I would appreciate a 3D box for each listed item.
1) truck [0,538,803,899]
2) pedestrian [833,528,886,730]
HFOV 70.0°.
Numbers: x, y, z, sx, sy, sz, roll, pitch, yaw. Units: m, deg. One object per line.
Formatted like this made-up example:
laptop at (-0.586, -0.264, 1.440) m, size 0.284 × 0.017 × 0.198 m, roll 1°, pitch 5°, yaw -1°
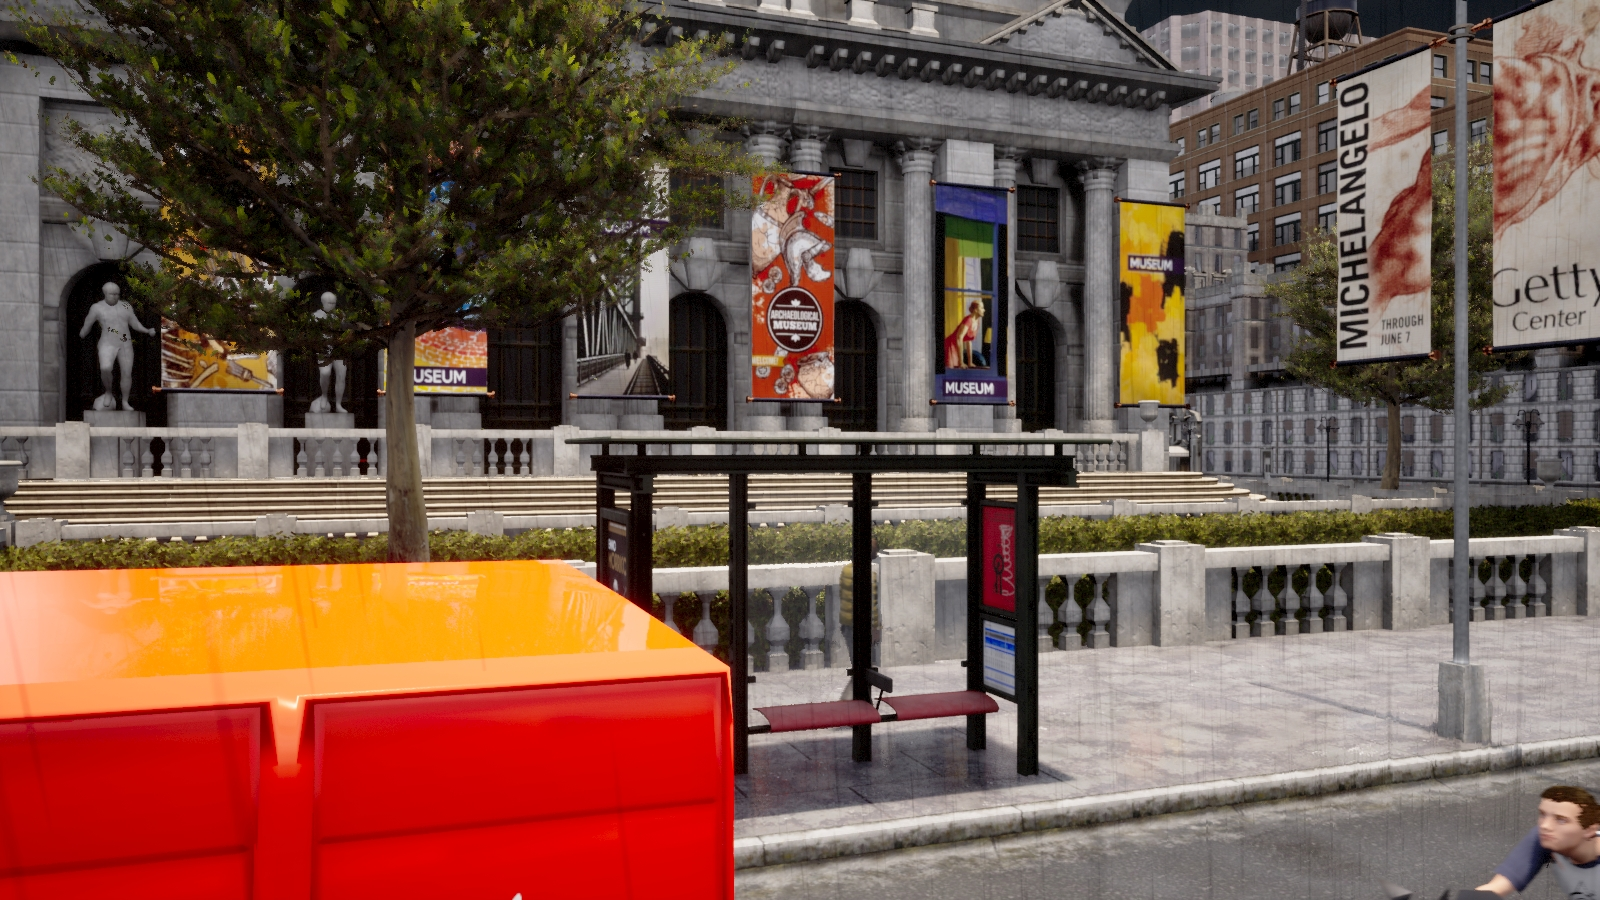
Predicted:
truck at (-2.888, 1.568, 2.235) m, size 5.204 × 2.467 × 2.627 m, roll 0°, pitch 0°, yaw -20°
pedestrian at (0.571, 1.699, 10.970) m, size 0.375 × 1.860 × 0.375 m, roll 0°, pitch 0°, yaw -27°
